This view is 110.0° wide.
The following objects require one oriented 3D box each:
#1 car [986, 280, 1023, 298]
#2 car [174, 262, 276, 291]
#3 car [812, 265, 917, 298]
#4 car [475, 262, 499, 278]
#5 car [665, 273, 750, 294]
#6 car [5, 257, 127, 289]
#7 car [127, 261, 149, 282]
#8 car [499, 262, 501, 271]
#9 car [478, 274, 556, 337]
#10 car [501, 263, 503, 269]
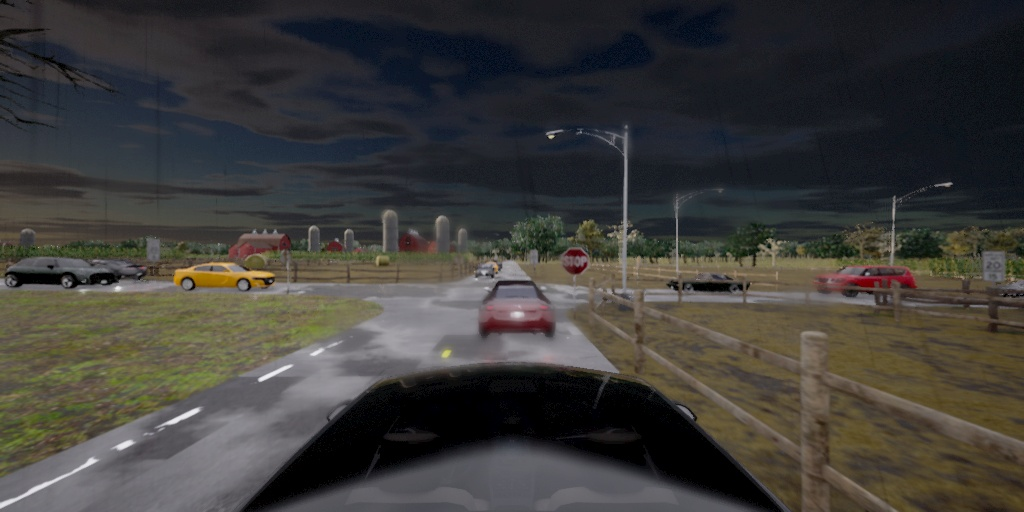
[{"bbox_3d":[35.091,2.250,23.755,5.357,1.411,2.033,1,0,0],"label":"car"},{"bbox_3d":[-16.320,1.148,20.544,5.008,1.535,1.882,1,0,0],"label":"car"},{"bbox_3d":[23.211,1.637,23.701,5.566,2.045,2.150,1,0,0],"label":"car"},{"bbox_3d":[-2.797,1.536,38.132,2.128,1.511,4.902,0,0,-1],"label":"car"},{"bbox_3d":[12.758,1.791,23.650,4.718,1.301,1.895,1,0,0],"label":"car"},{"bbox_3d":[-25.566,0.872,20.497,4.553,1.767,2.097,1,0,0],"label":"car"},{"bbox_3d":[-26.824,0.972,23.437,4.902,1.511,2.128,1,0,0],"label":"car"},{"bbox_3d":[-2.826,1.591,47.529,1.882,1.535,5.008,0,0,0],"label":"car"},{"bbox_3d":[0.107,1.389,10.545,1.994,1.385,4.181,0,0,-1],"label":"car"},{"bbox_3d":[-2.812,1.748,57.579,1.994,1.385,4.181,0,0,0],"label":"car"}]
